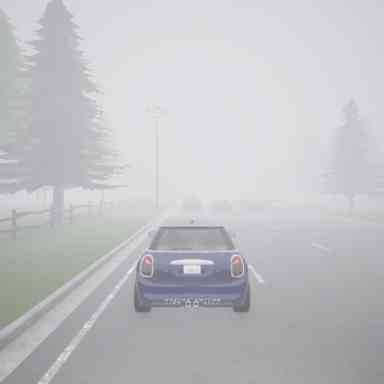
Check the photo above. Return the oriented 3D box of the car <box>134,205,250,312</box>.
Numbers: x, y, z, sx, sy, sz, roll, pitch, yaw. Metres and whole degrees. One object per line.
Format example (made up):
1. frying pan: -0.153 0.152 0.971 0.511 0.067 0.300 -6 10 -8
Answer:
1. car: 0.002 1.352 7.842 2.097 1.767 4.553 0 0 0

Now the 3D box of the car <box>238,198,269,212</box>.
1. car: 7.011 1.547 38.491 2.033 1.411 5.357 0 0 0

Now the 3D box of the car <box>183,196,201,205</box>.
1. car: 0.011 1.352 38.879 2.097 1.767 4.553 0 0 0

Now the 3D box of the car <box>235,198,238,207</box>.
1. car: 7.014 1.564 48.911 1.994 1.385 4.181 0 0 0

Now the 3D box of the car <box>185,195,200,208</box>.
1. car: 0.014 1.352 48.883 2.097 1.767 4.553 0 0 0

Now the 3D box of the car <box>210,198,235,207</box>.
1. car: 3.511 1.564 38.908 1.994 1.385 4.181 0 0 0

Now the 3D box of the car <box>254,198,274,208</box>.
1. car: 10.514 1.564 48.910 1.994 1.385 4.181 0 0 0

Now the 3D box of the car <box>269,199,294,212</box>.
1. car: 10.511 1.526 38.906 1.812 1.442 4.674 0 0 0
